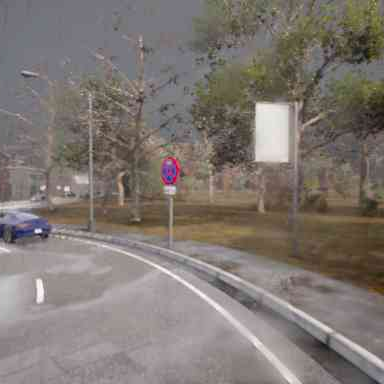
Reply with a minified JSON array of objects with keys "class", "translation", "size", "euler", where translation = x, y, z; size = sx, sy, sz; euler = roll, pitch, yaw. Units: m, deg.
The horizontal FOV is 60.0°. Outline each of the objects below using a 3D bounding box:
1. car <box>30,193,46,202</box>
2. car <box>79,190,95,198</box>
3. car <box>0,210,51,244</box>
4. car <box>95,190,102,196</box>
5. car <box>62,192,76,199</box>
[{"class":"car","translation":[-28.245,1.054,61.576],"size":[2.128,1.511,4.902],"euler":[-1,5,-1]},{"class":"car","translation":[-25.427,0.674,79.578],"size":[1.994,1.385,4.181],"euler":[-1,1,-1]},{"class":"car","translation":[-8.748,1.622,16.497],"size":[4.674,1.442,1.812],"euler":[-1,0,39]},{"class":"car","translation":[-25.659,0.239,89.576],"size":[2.128,1.511,4.902],"euler":[-1,1,-1]},{"class":"car","translation":[-28.626,0.703,77.329],"size":[1.882,1.535,5.008],"euler":[-1,1,-1]}]
